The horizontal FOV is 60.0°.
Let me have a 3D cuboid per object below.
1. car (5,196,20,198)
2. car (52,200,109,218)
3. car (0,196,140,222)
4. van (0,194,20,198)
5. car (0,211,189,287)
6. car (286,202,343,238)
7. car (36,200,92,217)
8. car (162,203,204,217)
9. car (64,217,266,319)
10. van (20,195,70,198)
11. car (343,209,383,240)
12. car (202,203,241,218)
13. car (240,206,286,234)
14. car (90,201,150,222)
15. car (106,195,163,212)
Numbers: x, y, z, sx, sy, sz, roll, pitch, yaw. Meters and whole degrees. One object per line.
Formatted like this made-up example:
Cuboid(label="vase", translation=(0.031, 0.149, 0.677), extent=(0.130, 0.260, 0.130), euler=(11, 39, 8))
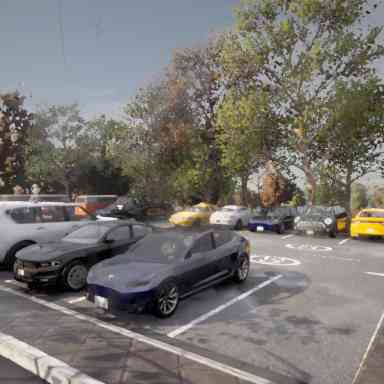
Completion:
Cuboid(label="car", translation=(-17.223, 1.547, 36.586), extent=(2.097, 1.535, 5.008), euler=(0, 0, 36))
Cuboid(label="car", translation=(-10.591, 1.554, 31.803), extent=(2.163, 1.488, 4.792), euler=(0, 0, 36))
Cuboid(label="car", translation=(-4.731, 1.329, 11.389), extent=(2.435, 2.045, 5.566), euler=(0, 0, 36))
Cuboid(label="van", translation=(-19.401, 1.336, 38.304), extent=(1.878, 1.987, 4.442), euler=(0, 0, 36))
Cuboid(label="car", translation=(-2.499, 1.589, 9.740), extent=(2.097, 1.535, 5.008), euler=(0, 0, 36))
Cuboid(label="car", translation=(7.346, 1.465, 18.789), extent=(2.185, 1.767, 4.553), euler=(0, 0, 36))
Cuboid(label="car", translation=(-12.727, 1.556, 33.353), extent=(2.163, 1.488, 4.792), euler=(0, 0, 36))
Cuboid(label="car", translation=(0.593, 1.560, 23.422), extent=(1.946, 1.575, 5.366), euler=(0, 0, 36))
Cuboid(label="car", translation=(-0.272, 1.629, 8.082), extent=(2.163, 1.488, 4.792), euler=(0, 0, 36))
Cuboid(label="van", translation=(-15.036, 1.309, 34.859), extent=(1.878, 1.987, 4.442), euler=(0, 0, 36))
Cuboid(label="car", translation=(9.567, 1.600, 17.132), extent=(2.097, 1.535, 5.008), euler=(0, 0, 36))
Cuboid(label="car", translation=(2.942, 1.612, 21.943), extent=(2.002, 1.452, 4.674), euler=(0, 0, 36))
Cuboid(label="car", translation=(5.168, 1.611, 20.294), extent=(2.163, 1.488, 4.792), euler=(0, 0, 36))
Cuboid(label="car", translation=(-6.040, 1.564, 28.429), extent=(2.163, 1.488, 4.792), euler=(0, 0, 36))
Cuboid(label="car", translation=(-3.764, 1.293, 26.848), extent=(2.435, 2.045, 5.566), euler=(0, 0, 36))
